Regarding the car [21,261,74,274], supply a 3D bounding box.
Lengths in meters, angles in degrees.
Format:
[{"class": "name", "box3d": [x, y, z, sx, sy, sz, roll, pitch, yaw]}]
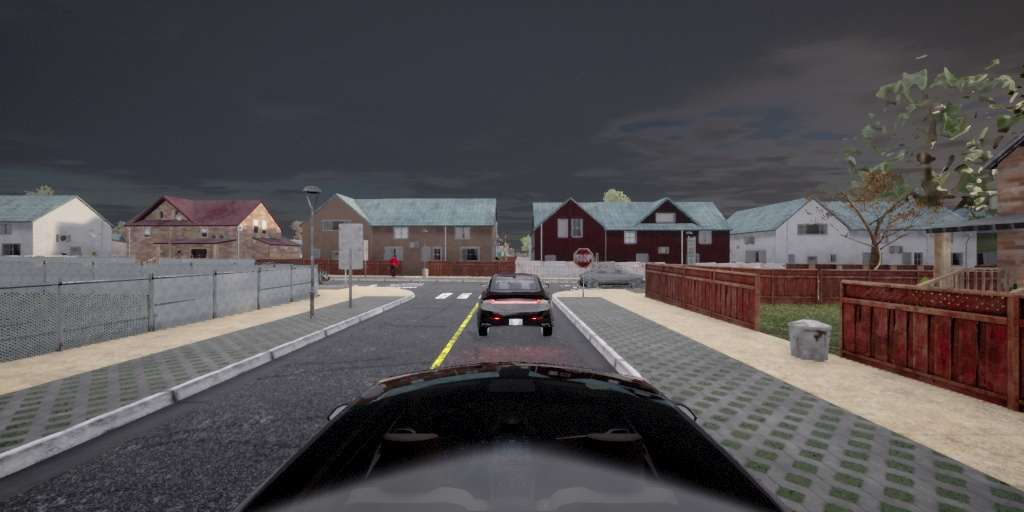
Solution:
[{"class": "car", "box3d": [-30.219, 1.005, 23.087, 5.357, 1.411, 2.033, 1, 0, 1]}]

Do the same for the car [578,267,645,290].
[{"class": "car", "box3d": [6.233, 1.388, 22.369, 4.181, 1.385, 1.994, 1, 0, 1]}]

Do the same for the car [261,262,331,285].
[{"class": "car", "box3d": [-14.145, 1.128, 22.773, 4.892, 1.490, 1.837, 1, 0, 1]}]

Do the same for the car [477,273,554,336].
[{"class": "car", "box3d": [0.077, 1.241, 10.321, 2.128, 1.511, 4.902, 0, 0, 0]}]

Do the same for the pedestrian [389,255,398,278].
[{"class": "pedestrian", "box3d": [-9.430, 0.803, 28.542, 0.375, 1.860, 0.375, 0, 0, 1]}]
